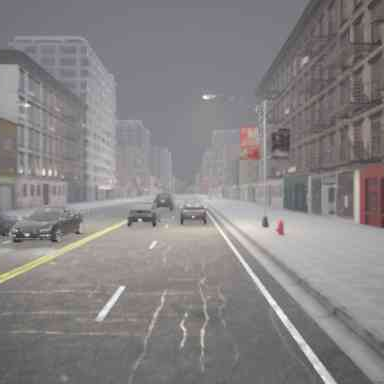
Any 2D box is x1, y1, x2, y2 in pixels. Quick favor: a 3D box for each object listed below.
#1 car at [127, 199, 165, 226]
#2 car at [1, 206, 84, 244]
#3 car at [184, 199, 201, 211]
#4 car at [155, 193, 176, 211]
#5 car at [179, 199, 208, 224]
[{"bbox_3d":[-3.149,1.444,22.600,1.837,1.490,4.892,0,0,0],"label":"car"},{"bbox_3d":[-6.597,1.462,15.738,1.837,1.490,4.892,0,0,0],"label":"car"},{"bbox_3d":[0.048,1.494,39.650,1.895,1.301,4.718,0,0,1],"label":"car"},{"bbox_3d":[-3.204,1.117,39.637,2.150,2.045,5.566,0,0,1],"label":"car"},{"bbox_3d":[0.100,1.427,24.049,2.128,1.511,4.902,0,0,0],"label":"car"}]
